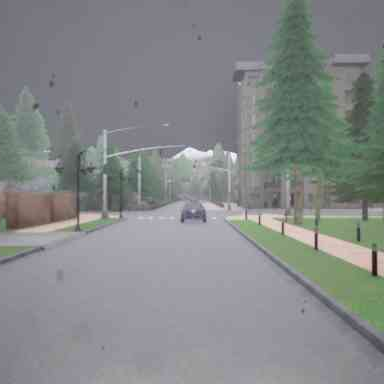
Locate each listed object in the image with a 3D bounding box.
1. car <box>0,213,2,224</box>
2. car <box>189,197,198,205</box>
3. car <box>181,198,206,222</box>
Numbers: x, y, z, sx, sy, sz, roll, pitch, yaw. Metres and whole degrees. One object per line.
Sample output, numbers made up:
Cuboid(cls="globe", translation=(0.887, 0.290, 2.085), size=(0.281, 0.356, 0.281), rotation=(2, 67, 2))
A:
Cuboid(cls="car", translation=(-12.760, 1.343, 17.591), size=(4.605, 1.855, 1.932), rotation=(0, -1, 0))
Cuboid(cls="car", translation=(0.363, 2.157, 80.351), size=(2.097, 1.767, 4.553), rotation=(0, -1, 1))
Cuboid(cls="car", translation=(0.132, 1.632, 28.985), size=(2.097, 1.767, 4.553), rotation=(0, -1, 0))
